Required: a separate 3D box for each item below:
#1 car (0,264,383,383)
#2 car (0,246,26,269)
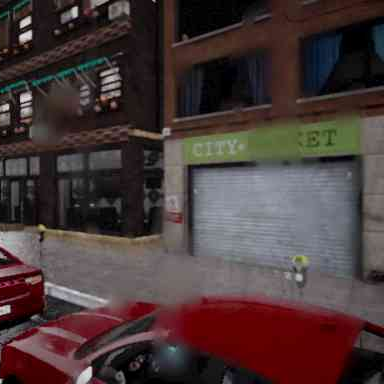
[{"bbox_3d":[0.247,1.516,2.547,4.507,1.381,1.887,1,0,35],"label":"car"},{"bbox_3d":[-4.408,1.466,5.818,4.507,1.381,1.887,1,0,35],"label":"car"}]
